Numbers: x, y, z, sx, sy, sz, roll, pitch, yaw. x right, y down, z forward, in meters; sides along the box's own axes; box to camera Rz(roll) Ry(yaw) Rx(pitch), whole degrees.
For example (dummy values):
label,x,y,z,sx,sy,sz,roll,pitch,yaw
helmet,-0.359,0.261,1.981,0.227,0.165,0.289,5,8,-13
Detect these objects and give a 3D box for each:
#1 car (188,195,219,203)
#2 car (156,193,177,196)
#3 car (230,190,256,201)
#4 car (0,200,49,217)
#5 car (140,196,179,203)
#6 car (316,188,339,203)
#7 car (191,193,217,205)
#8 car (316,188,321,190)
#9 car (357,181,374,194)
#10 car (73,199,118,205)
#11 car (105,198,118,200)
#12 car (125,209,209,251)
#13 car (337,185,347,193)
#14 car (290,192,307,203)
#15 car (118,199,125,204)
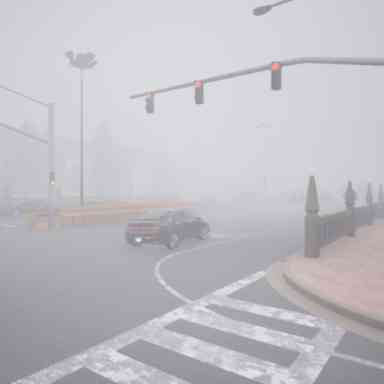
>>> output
label,x,y,z,sx,sy,sz,roll,pitch,yaw
car,1.754,1.462,42.538,1.837,1.490,4.892,0,1,36
car,-4.087,1.177,46.390,2.150,2.045,5.566,0,1,36
car,7.931,0.826,51.126,2.150,2.045,5.566,0,3,36
car,-15.248,1.488,30.877,1.837,1.490,4.892,0,0,36
car,-3.620,1.510,35.045,1.812,1.442,4.674,0,0,36
car,19.985,0.736,49.685,1.837,1.490,4.892,0,4,35
car,1.995,1.129,54.858,1.837,1.490,4.892,0,3,36
car,22.438,-0.079,59.153,2.033,1.411,5.357,0,6,35
car,30.493,-0.870,58.393,2.150,2.045,5.566,0,7,35
car,-8.736,1.550,27.943,1.994,1.385,4.181,0,0,36
car,-10.110,1.531,32.019,2.033,1.411,5.357,0,0,36
car,-0.885,1.499,14.371,1.837,1.490,4.892,-3,-1,26
car,27.535,-0.576,60.272,2.128,1.511,4.902,0,7,35
car,16.495,0.804,50.817,2.128,1.511,4.902,0,4,35
car,-9.800,1.486,38.441,1.837,1.490,4.892,0,0,36
